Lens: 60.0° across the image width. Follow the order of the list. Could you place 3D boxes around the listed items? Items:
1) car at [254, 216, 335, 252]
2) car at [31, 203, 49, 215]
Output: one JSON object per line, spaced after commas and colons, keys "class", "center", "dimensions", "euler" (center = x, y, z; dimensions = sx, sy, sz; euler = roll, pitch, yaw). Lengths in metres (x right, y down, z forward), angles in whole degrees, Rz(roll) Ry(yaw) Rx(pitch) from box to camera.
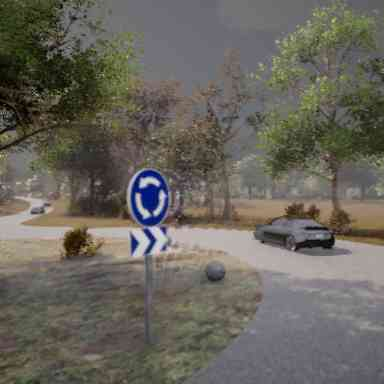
{"class": "car", "center": [4.556, 1.812, 15.411], "dimensions": [1.994, 1.385, 4.181], "euler": [0, -1, -18]}
{"class": "car", "center": [-27.331, 3.243, 59.214], "dimensions": [1.994, 1.385, 4.181], "euler": [-2, -1, -18]}
